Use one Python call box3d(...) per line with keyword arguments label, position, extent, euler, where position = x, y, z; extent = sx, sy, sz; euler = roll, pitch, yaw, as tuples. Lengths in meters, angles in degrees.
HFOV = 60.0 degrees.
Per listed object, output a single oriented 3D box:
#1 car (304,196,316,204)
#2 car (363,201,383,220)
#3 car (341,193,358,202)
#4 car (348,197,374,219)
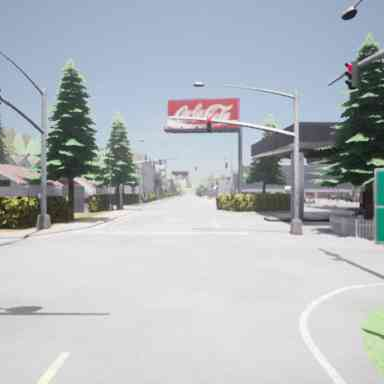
box3d(label="car", position=(22.351, 1.519, 64.110), extent=(1.970, 1.475, 3.806), euler=(0, 0, 0))
box3d(label="car", position=(18.623, 1.656, 30.704), extent=(4.611, 1.667, 2.242), euler=(0, 0, 0))
box3d(label="car", position=(34.737, 1.452, 71.931), extent=(2.007, 1.523, 4.514), euler=(0, 0, 0))
box3d(label="car", position=(14.310, 1.492, 25.024), extent=(3.866, 1.878, 1.905), euler=(0, 0, 0))
